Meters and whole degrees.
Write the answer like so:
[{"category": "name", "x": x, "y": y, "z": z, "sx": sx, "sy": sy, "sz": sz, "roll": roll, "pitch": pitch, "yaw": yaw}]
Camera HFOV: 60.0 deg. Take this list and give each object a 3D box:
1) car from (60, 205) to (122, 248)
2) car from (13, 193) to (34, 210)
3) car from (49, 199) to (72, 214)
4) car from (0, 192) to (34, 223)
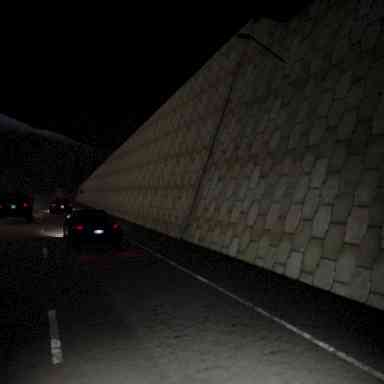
[{"category": "car", "x": -4.371, "y": 1.458, "z": 14.357, "sx": 1.994, "sy": 1.385, "sz": 4.181, "roll": 0, "pitch": 0, "yaw": -25}, {"category": "car", "x": -19.669, "y": 1.079, "z": 38.958, "sx": 2.097, "sy": 1.767, "sz": 4.553, "roll": 0, "pitch": 1, "yaw": -25}, {"category": "car", "x": -12.832, "y": 1.328, "z": 32.556, "sx": 1.994, "sy": 1.385, "sz": 4.181, "roll": 0, "pitch": 0, "yaw": -25}, {"category": "car", "x": -12.711, "y": 1.051, "z": 23.990, "sx": 2.150, "sy": 2.045, "sz": 5.566, "roll": 0, "pitch": 0, "yaw": -25}]
